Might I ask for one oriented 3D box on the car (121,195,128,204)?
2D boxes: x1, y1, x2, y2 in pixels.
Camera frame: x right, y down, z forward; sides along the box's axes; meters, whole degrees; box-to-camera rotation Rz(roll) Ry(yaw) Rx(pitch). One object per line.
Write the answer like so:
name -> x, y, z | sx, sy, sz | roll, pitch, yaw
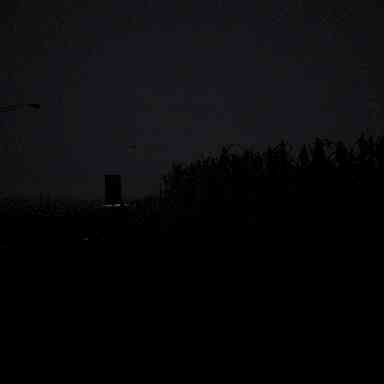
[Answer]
car -> -11.229, 1.160, 52.393 | 2.033, 1.411, 5.357 | -1, 1, -4
